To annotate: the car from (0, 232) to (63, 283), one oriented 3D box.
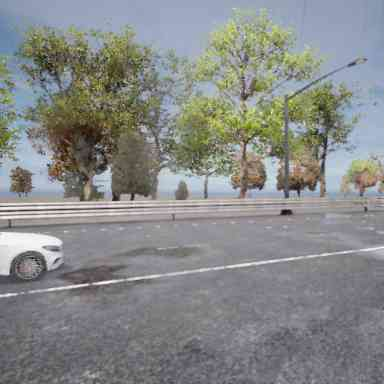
[{"bbox_3d":[-5.395,1.307,7.444,4.674,1.442,1.812,0,0,-28],"label":"car"}]
